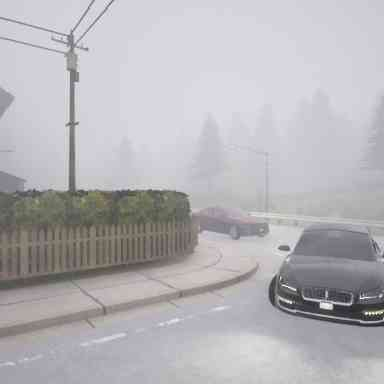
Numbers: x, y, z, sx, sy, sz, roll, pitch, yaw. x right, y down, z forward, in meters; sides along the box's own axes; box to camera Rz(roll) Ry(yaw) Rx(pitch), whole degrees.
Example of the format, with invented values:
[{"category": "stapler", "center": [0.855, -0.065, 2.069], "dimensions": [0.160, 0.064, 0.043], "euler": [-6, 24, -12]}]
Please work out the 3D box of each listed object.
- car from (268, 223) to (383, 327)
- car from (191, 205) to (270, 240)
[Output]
[{"category": "car", "center": [3.151, 1.505, 7.292], "dimensions": [1.837, 1.490, 4.892], "euler": [0, 0, 27]}, {"category": "car", "center": [1.851, 1.477, 17.428], "dimensions": [1.882, 1.535, 5.008], "euler": [0, 0, -33]}]
